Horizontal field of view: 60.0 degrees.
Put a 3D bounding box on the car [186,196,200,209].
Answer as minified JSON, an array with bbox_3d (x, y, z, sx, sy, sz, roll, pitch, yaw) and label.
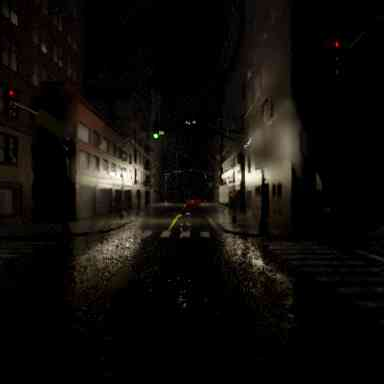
[{"bbox_3d":[0.098,1.767,57.142,2.150,2.045,5.566,0,-1,0],"label":"car"}]
